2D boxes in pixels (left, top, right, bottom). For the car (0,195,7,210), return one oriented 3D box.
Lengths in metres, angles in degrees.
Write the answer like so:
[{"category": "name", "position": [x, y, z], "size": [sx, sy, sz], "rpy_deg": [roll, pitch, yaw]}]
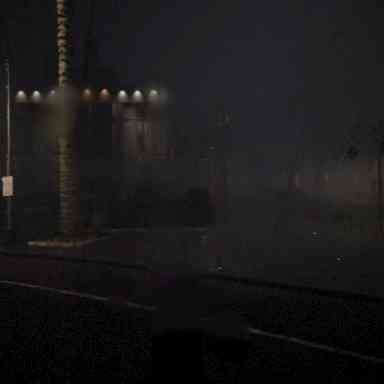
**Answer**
[{"category": "car", "position": [-21.425, 1.432, 41.073], "size": [4.674, 1.452, 2.002], "rpy_deg": [-1, 0, -1]}]
